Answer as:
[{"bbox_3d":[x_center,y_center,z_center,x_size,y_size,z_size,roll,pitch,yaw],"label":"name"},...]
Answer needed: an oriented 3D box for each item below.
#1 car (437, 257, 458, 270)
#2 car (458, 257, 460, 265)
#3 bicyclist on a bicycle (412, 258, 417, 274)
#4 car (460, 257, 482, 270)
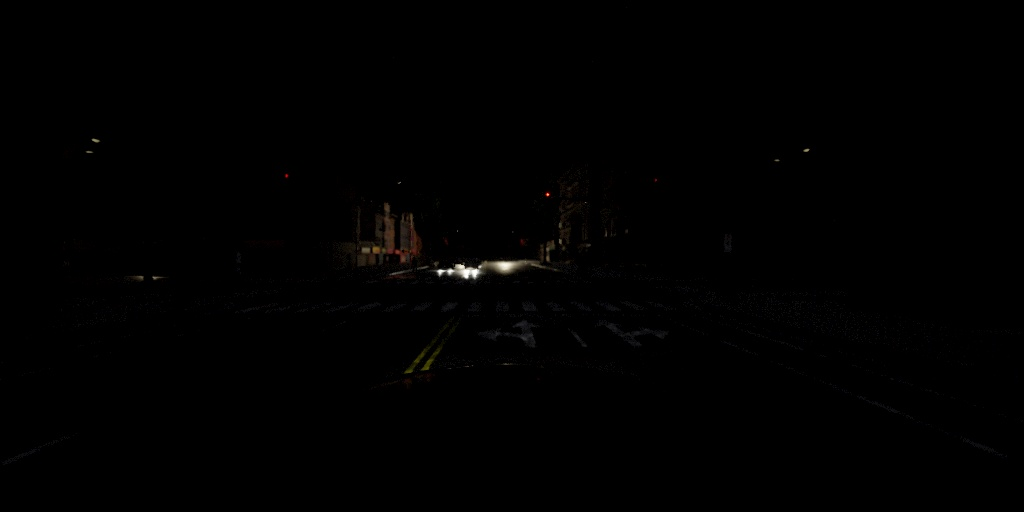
[{"bbox_3d":[-8.555,1.076,46.817,1.994,1.385,4.181,0,0,-4],"label":"car"},{"bbox_3d":[-9.614,0.910,63.166,1.882,1.535,5.008,0,0,-3],"label":"car"},{"bbox_3d":[-10.084,1.012,37.136,0.582,1.620,1.656,0,1,-4],"label":"bicyclist on a bicycle"},{"bbox_3d":[-5.339,0.999,47.436,2.128,1.511,4.902,0,0,-4],"label":"car"}]
